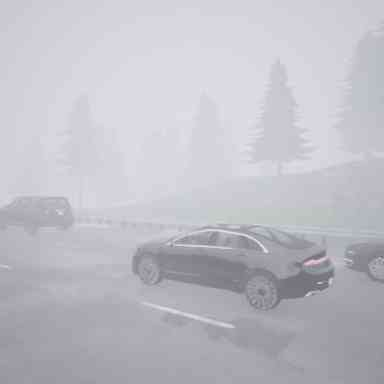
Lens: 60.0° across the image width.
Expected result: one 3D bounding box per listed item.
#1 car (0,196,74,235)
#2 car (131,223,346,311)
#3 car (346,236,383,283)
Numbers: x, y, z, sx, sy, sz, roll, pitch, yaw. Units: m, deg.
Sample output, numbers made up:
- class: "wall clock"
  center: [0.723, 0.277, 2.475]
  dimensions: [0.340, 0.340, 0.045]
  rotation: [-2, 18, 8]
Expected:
- class: "car"
  center: [-9.105, 1.220, 19.080]
  dimensions: [5.566, 2.045, 2.150]
  rotation: [0, 0, 35]
- class: "car"
  center: [0.691, 1.491, 7.796]
  dimensions: [4.902, 1.511, 2.128]
  rotation: [0, 0, 36]
- class: "car"
  center: [6.369, 1.505, 8.047]
  dimensions: [4.892, 1.490, 1.837]
  rotation: [0, 0, 35]
